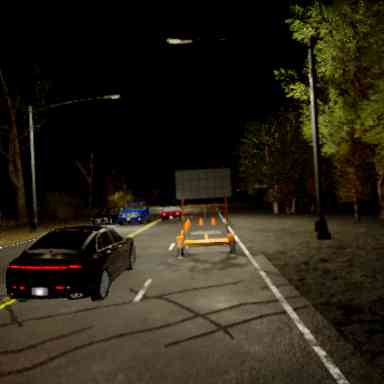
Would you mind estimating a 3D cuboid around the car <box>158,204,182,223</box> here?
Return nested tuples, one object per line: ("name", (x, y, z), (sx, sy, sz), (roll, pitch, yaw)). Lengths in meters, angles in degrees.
("car", (-1.802, 2.133, 32.264), (1.895, 1.301, 4.718), (-4, -4, 2))

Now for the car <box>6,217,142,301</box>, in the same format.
("car", (-2.752, 1.634, 8.624), (1.837, 1.490, 4.892), (0, -1, 2))

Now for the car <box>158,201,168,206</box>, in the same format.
("car", (-6.440, 2.786, 74.088), (1.837, 1.490, 4.892), (-3, -1, 3))

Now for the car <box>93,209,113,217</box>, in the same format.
("car", (-8.494, 2.445, 32.973), (1.837, 1.490, 4.892), (-3, -1, 3))

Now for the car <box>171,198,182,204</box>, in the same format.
("car", (-3.278, 2.343, 72.644), (2.150, 2.045, 5.566), (-3, -1, 3))

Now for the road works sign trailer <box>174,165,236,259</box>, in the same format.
("road works sign trailer", (0.531, 0.715, 14.021), (2.380, 3.560, 2.880), (-3, -1, 3))

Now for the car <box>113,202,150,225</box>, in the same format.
("car", (-5.335, 1.982, 31.273), (2.150, 2.045, 5.566), (-3, -1, 2))
